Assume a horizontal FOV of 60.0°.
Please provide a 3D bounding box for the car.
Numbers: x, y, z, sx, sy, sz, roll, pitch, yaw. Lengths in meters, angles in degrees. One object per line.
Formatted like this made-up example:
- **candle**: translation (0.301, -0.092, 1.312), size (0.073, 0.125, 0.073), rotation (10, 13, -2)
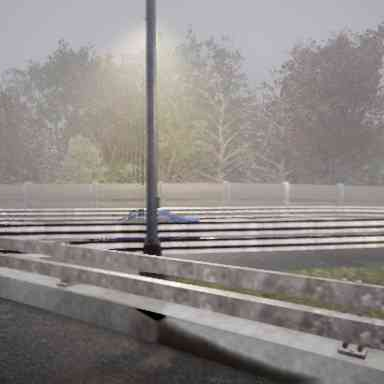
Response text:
- **car**: translation (-2.100, 1.542, 14.316), size (5.008, 1.535, 1.882), rotation (-2, 0, -6)
